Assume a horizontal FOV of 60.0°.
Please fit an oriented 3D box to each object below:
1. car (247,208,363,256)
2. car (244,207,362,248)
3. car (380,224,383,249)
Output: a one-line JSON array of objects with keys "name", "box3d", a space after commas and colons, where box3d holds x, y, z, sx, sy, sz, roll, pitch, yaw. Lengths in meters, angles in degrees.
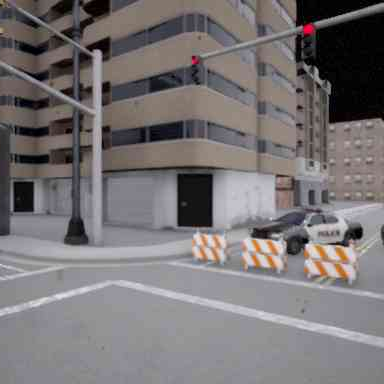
[{"name": "car", "box3d": [4.397, 1.453, 13.124, 4.974, 1.542, 2.038, 0, 0, -30]}, {"name": "car", "box3d": [4.442, 1.296, 13.149, 4.536, 1.218, 1.853, 0, 0, -30]}, {"name": "car", "box3d": [7.593, 1.454, 10.443, 2.038, 1.542, 4.974, 0, 0, 15]}]
